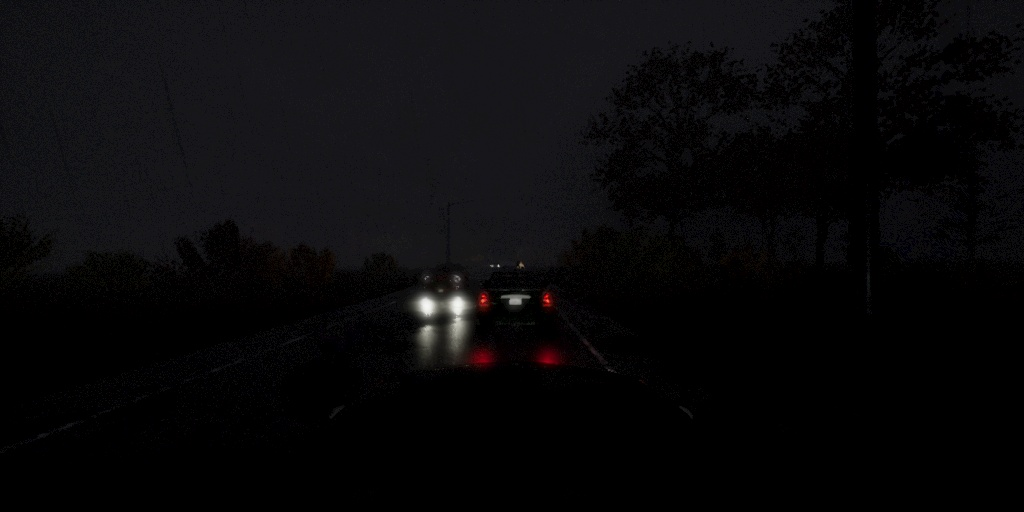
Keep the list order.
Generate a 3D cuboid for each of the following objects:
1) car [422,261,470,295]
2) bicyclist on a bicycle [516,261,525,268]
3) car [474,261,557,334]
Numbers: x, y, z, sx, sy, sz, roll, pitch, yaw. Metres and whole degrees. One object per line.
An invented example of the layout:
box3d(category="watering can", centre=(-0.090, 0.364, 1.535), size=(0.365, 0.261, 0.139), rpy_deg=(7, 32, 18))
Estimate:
box3d(category="car", centre=(-3.633, 1.197, 20.462), size=(2.097, 1.767, 4.553), rpy_deg=(0, 0, 0))
box3d(category="bicyclist on a bicycle", centre=(0.869, 1.351, 34.382), size=(0.866, 1.612, 1.509), rpy_deg=(0, 2, 0))
box3d(category="car", centre=(0.091, 1.149, 10.939), size=(2.097, 1.767, 4.553), rpy_deg=(0, 0, 0))
